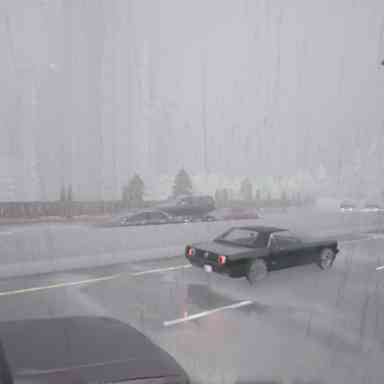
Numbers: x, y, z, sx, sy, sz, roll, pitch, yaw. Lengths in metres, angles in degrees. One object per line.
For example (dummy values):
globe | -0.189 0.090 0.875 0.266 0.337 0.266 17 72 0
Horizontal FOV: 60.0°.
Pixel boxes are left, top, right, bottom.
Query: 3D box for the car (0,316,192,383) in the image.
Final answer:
car | -2.525 1.541 1.945 5.357 1.411 2.033 0 0 -36

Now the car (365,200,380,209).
car | 29.215 2.035 53.914 1.994 1.385 4.181 0 -1 28

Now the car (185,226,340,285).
car | 2.220 1.644 9.632 4.718 1.301 1.895 0 0 -36

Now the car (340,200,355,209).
car | 25.422 2.014 54.297 1.994 1.385 4.181 0 -1 29

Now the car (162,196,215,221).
car | -0.601 1.305 25.122 5.566 2.045 2.150 0 0 -36

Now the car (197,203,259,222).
car | 2.763 1.660 23.329 4.181 1.385 1.994 1 0 -37

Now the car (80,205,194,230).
car | -2.560 1.542 15.094 4.892 1.490 1.837 0 0 -36
